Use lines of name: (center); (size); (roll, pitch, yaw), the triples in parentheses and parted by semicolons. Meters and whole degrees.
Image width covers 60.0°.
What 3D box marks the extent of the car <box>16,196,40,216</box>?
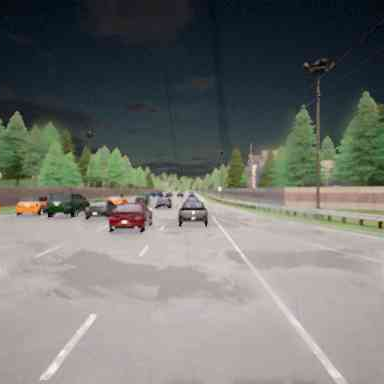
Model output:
car: (-13.929, 1.160, 30.254); (2.097, 1.767, 4.553); (0, 0, 0)

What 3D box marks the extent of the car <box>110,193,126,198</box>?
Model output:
car: (-10.445, 1.056, 46.807); (2.097, 1.767, 4.553); (0, 0, 0)

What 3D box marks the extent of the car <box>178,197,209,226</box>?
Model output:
car: (0.079, 1.351, 22.112); (2.128, 1.511, 4.902); (0, 0, 0)

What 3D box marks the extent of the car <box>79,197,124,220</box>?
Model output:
car: (-6.940, 1.361, 26.001); (1.812, 1.442, 4.674); (0, 0, 0)

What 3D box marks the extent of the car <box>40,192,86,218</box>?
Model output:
car: (-10.427, 1.042, 28.299); (2.150, 2.045, 5.566); (0, 0, 0)

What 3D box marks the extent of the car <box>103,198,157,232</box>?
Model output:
car: (-3.419, 1.355, 19.269); (1.882, 1.535, 5.008); (0, 0, 0)

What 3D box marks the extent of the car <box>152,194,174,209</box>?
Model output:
car: (-3.440, 1.285, 41.517); (2.033, 1.411, 5.357); (0, 0, 0)

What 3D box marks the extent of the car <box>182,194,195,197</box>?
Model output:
car: (0.060, 1.284, 41.602); (2.033, 1.411, 5.357); (0, 0, 0)

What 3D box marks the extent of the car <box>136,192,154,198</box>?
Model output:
car: (-6.945, 1.207, 47.114); (1.837, 1.490, 4.892); (0, 0, 0)
